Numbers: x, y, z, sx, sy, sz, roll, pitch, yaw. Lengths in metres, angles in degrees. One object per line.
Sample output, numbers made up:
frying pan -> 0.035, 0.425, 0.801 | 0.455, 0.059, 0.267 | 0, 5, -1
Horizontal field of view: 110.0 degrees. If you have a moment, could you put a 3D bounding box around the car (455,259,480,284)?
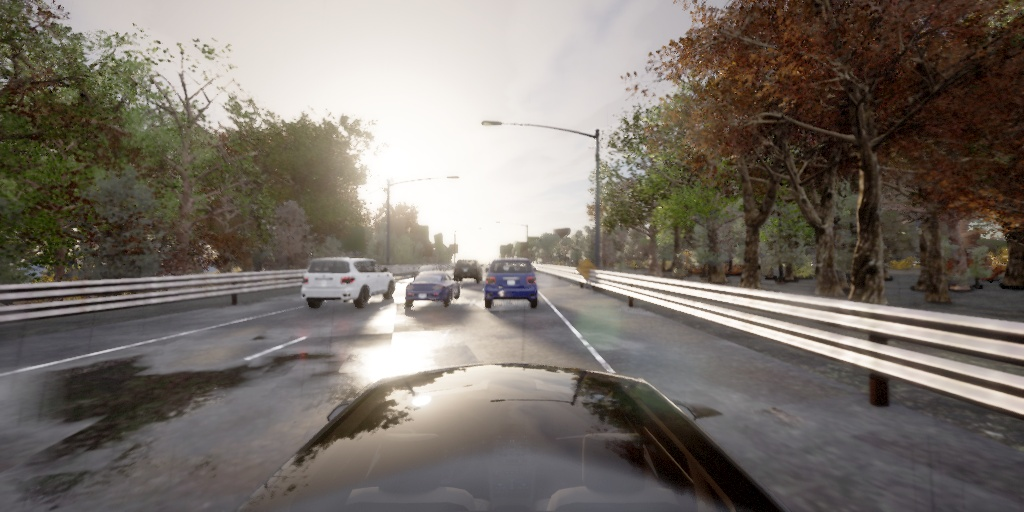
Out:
car -> -3.747, 1.278, 31.150 | 2.150, 2.045, 5.566 | 0, -1, -1

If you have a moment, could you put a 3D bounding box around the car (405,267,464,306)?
car -> -3.548, 1.423, 16.473 | 1.812, 1.442, 4.674 | 0, 0, 0

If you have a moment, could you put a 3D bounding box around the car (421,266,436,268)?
car -> -7.250, 1.591, 31.455 | 1.812, 1.442, 4.674 | 0, 0, -1

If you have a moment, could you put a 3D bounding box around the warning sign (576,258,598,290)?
warning sign -> 4.450, 1.065, 21.241 | 1.300, 1.860, 1.060 | 0, 0, -1

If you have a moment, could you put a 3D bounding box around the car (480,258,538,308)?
car -> -0.049, 1.111, 16.130 | 2.150, 2.045, 5.566 | 0, 0, 0

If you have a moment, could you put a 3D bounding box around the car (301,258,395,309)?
car -> -7.048, 1.110, 16.070 | 2.150, 2.045, 5.566 | 0, 0, 0
